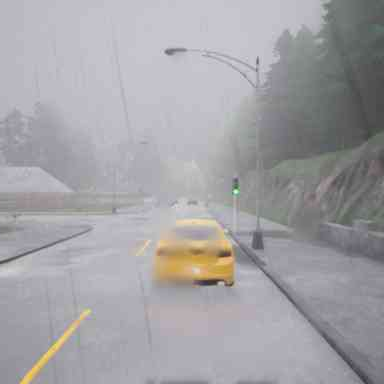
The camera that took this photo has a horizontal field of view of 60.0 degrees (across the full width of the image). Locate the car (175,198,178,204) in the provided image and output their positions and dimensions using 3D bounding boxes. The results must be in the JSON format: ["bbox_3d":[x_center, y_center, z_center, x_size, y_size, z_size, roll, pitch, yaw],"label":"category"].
[{"bbox_3d":[-4.047,1.781,58.417,1.994,1.385,4.181,0,0,0],"label":"car"}]

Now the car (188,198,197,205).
[{"bbox_3d":[0.133,1.788,64.786,2.033,1.411,5.357,0,0,0],"label":"car"}]

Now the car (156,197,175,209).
[{"bbox_3d":[-4.070,1.535,49.099,2.097,1.767,4.553,0,0,0],"label":"car"}]

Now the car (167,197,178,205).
[{"bbox_3d":[-3.970,1.819,68.426,1.994,1.385,4.181,0,0,0],"label":"car"}]

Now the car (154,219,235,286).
[{"bbox_3d":[0.066,1.513,9.514,1.882,1.535,5.008,0,0,0],"label":"car"}]
